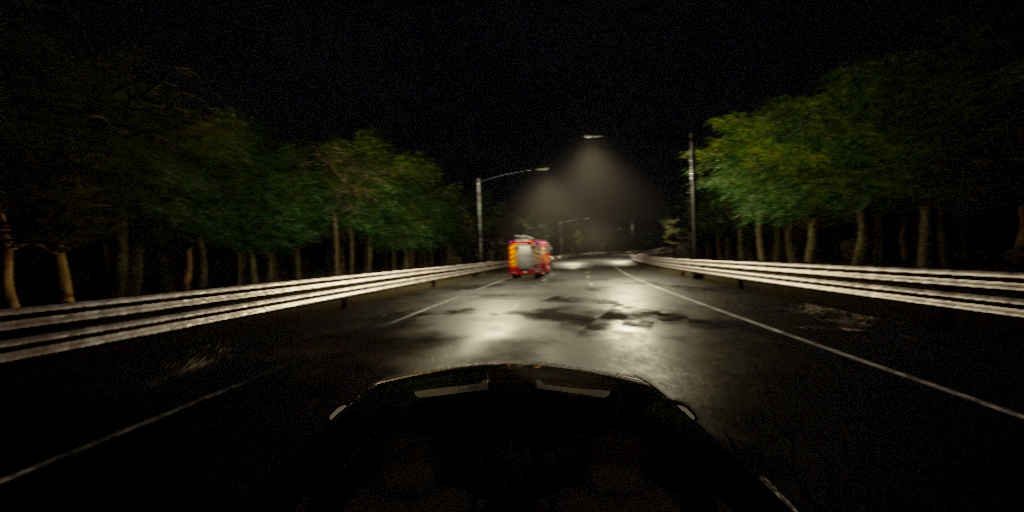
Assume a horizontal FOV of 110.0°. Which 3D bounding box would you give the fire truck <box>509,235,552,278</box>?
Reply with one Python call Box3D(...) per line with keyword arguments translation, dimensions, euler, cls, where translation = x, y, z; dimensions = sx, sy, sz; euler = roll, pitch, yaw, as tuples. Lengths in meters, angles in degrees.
Box3D(translation=(1.905, 0.041, 34.808), dimensions=(2.891, 3.827, 8.468), euler=(-2, 0, 11), cls="fire truck")
